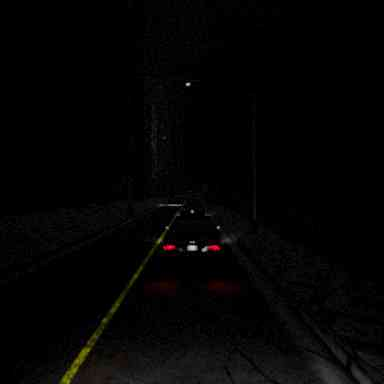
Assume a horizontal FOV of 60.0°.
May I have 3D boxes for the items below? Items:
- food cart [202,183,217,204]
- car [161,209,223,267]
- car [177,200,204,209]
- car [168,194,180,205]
[{"bbox_3d":[3.100,0.381,59.954,2.280,3.560,4.660,-2,-2,0],"label":"food cart"},{"bbox_3d":[0.021,1.536,11.377,2.033,1.411,5.357,0,0,0],"label":"car"},{"bbox_3d":[0.049,1.526,28.727,1.994,1.385,4.181,0,0,1],"label":"car"},{"bbox_3d":[-3.048,1.480,58.081,1.994,1.385,4.181,0,0,0],"label":"car"}]
